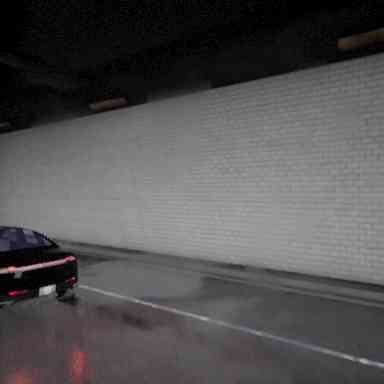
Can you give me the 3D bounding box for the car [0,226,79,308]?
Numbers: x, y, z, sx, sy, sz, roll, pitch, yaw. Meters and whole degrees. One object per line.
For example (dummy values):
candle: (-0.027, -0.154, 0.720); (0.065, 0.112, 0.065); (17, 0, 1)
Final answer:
car: (-4.487, 1.488, 7.190); (4.902, 1.511, 2.128); (0, 0, 35)
